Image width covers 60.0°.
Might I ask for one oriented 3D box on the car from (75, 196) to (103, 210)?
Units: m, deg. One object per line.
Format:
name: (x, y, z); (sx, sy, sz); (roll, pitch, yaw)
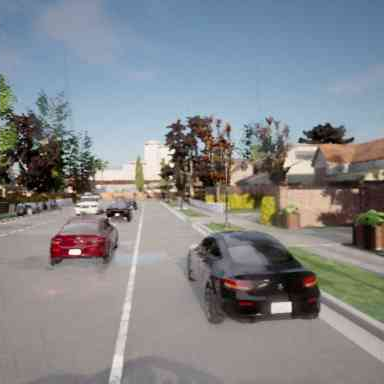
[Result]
car: (-10.754, 1.434, 35.177); (2.150, 2.045, 5.566); (0, 0, -8)

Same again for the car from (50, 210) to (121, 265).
car: (-3.782, 1.623, 12.104); (1.812, 1.442, 4.674); (0, 0, -8)

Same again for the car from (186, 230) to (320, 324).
car: (0.996, 1.553, 7.182); (1.812, 1.442, 4.674); (0, 0, -8)

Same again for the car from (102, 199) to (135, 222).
car: (-6.172, 1.647, 28.440); (1.882, 1.535, 5.008); (0, 0, -8)

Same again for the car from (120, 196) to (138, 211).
car: (-8.332, 1.689, 44.577); (1.837, 1.490, 4.892); (0, 0, -8)

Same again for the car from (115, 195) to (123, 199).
car: (-16.281, 1.440, 75.334); (2.033, 1.411, 5.357); (0, 0, -8)
